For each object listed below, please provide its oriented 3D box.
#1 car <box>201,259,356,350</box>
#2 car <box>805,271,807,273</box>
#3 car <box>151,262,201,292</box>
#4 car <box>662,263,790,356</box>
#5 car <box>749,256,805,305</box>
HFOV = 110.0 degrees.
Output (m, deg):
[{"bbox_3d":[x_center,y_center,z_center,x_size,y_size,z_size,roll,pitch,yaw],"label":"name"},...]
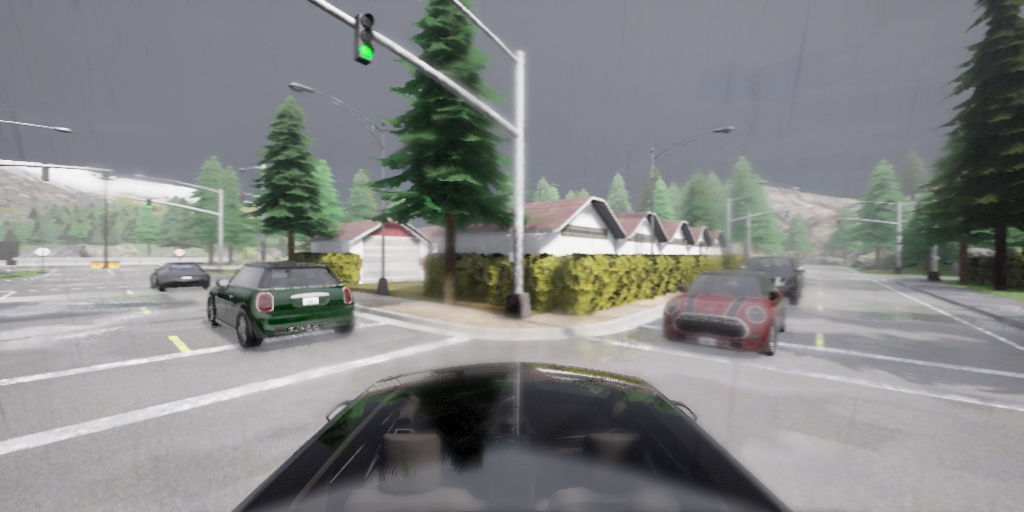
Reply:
[{"bbox_3d":[-5.757,0.925,8.795,4.553,1.767,2.097,1,1,41],"label":"car"},{"bbox_3d":[19.019,1.326,24.841,1.837,1.490,4.892,1,0,41],"label":"car"},{"bbox_3d":[-17.227,1.014,18.639,4.181,1.385,1.994,1,0,41],"label":"car"},{"bbox_3d":[5.504,1.170,9.097,2.097,1.767,4.553,0,0,41],"label":"car"},{"bbox_3d":[12.361,1.042,17.075,2.150,2.045,5.566,1,0,41],"label":"car"}]
